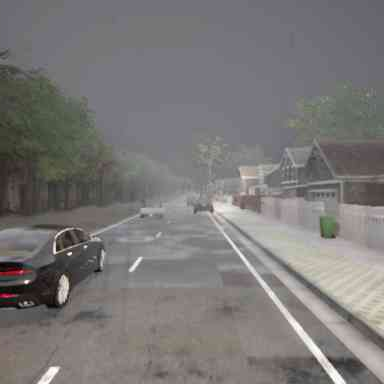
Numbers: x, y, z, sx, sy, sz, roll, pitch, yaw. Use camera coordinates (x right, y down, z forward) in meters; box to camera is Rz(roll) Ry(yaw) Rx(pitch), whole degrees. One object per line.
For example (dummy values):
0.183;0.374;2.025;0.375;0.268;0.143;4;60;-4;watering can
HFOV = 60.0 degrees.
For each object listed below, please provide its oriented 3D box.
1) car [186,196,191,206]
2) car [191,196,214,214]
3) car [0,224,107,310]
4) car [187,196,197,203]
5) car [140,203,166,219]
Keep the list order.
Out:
0.002;1.626;54.663;2.033;1.411;5.357;0;0;0;car
1.225;1.394;35.971;2.097;1.767;4.553;0;0;0;car
-3.399;1.512;7.832;1.837;1.490;4.892;0;0;0;car
0.002;1.509;71.999;2.033;1.411;5.357;0;0;0;car
-3.399;1.634;29.849;1.895;1.301;4.718;0;0;0;car
